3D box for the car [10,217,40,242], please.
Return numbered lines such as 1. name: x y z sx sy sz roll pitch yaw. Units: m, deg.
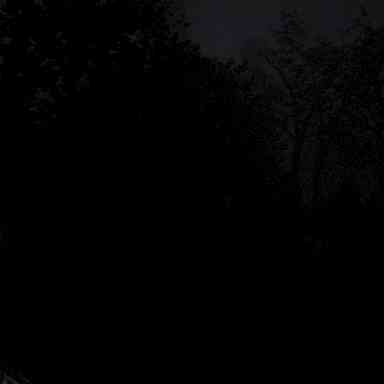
1. car: -8.471 1.304 12.895 2.231 1.521 4.892 1 0 37
